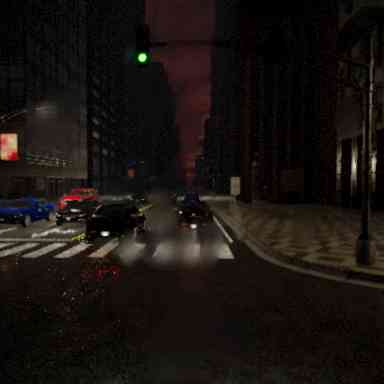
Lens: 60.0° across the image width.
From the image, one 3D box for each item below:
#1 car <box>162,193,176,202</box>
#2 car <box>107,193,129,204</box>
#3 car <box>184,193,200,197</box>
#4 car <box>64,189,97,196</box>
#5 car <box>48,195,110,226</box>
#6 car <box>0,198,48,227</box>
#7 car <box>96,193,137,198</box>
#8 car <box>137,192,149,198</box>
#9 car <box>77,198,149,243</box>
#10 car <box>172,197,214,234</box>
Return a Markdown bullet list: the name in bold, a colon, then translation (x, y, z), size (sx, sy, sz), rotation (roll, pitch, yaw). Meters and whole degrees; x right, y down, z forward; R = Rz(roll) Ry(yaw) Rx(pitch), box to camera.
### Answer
- **car**: translation (-3.341, 0.791, 48.929), size (1.994, 1.385, 4.181), rotation (0, 1, 0)
- **car**: translation (-9.882, 0.841, 44.467), size (1.994, 1.385, 4.181), rotation (0, 1, 0)
- **car**: translation (0.022, 0.816, 41.908), size (1.882, 1.535, 5.008), rotation (0, 1, 0)
- **car**: translation (-9.885, 0.718, 29.634), size (2.150, 2.045, 5.566), rotation (0, 1, 0)
- **car**: translation (-6.628, 1.147, 20.193), size (1.837, 1.490, 4.892), rotation (0, 1, 0)
- **car**: translation (-9.869, 1.119, 19.728), size (1.882, 1.535, 5.008), rotation (0, 1, -1)
- **car**: translation (-6.640, 0.995, 29.605), size (2.128, 1.511, 4.902), rotation (0, 1, 0)
- **car**: translation (-6.641, 0.817, 42.704), size (1.837, 1.490, 4.892), rotation (0, 1, 0)
- **car**: translation (-3.174, 1.239, 14.557), size (1.837, 1.490, 4.892), rotation (0, 1, 0)
- **car**: translation (0.071, 1.210, 16.983), size (1.837, 1.490, 4.892), rotation (0, 1, 0)
